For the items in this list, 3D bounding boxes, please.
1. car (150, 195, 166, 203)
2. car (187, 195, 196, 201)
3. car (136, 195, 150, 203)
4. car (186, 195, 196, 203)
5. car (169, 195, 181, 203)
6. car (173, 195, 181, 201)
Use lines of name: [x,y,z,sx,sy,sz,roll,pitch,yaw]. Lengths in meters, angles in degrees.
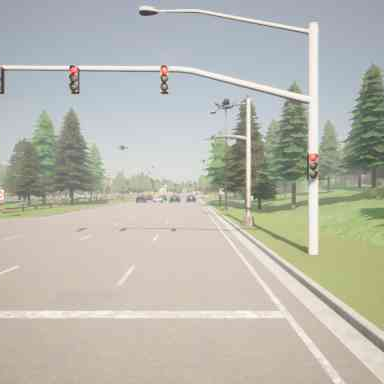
car: [-7.141,1.587,70.795,1.895,1.301,4.718,0,0,0]
car: [-0.161,1.385,80.782,1.994,1.385,4.181,0,0,0]
car: [-10.640,1.492,70.341,1.837,1.490,4.892,0,0,0]
car: [-0.141,1.346,70.716,2.097,1.767,4.553,0,0,0]
car: [-3.641,1.347,70.742,2.097,1.767,4.553,0,0,0]
car: [-3.661,1.356,80.775,1.812,1.442,4.674,0,0,0]
